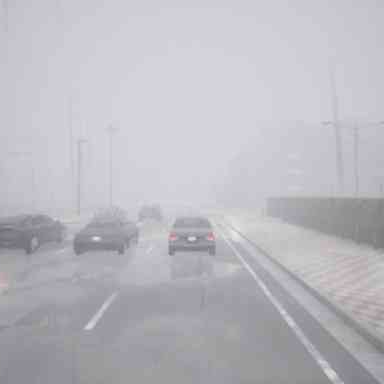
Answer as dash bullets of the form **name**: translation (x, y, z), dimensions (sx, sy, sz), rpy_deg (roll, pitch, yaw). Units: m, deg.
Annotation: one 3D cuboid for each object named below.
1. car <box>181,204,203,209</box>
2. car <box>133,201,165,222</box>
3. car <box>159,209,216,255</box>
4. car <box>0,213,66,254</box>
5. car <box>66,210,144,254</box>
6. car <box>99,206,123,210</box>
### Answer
- **car**: translation (-0.002, 1.800, 29.371), dimensions (1.812, 1.442, 4.674), rpy_deg (0, 0, 0)
- **car**: translation (-3.516, 1.766, 29.276), dimensions (2.128, 1.511, 4.902), rpy_deg (0, 0, 0)
- **car**: translation (-0.001, 1.678, 13.908), dimensions (2.033, 1.411, 5.357), rpy_deg (0, -1, 0)
- **car**: translation (-6.997, 1.641, 14.224), dimensions (1.837, 1.490, 4.892), rpy_deg (0, 0, 0)
- **car**: translation (-3.496, 1.698, 14.188), dimensions (1.994, 1.385, 4.181), rpy_deg (0, 0, 0)
- **car**: translation (-7.015, 1.873, 29.058), dimensions (1.895, 1.301, 4.718), rpy_deg (0, 0, 0)
